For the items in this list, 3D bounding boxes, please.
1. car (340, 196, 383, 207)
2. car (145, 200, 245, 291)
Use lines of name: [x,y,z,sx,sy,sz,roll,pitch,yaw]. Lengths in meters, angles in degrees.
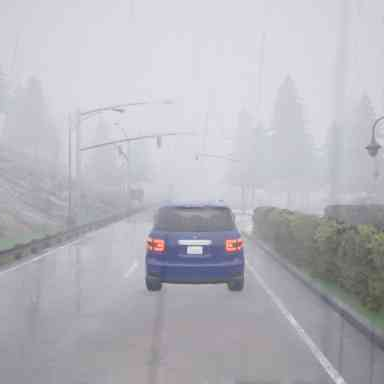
car: [16.140,1.384,30.761,5.566,2.045,2.150,0,0,0]
car: [0.074,1.221,9.144,2.150,2.045,5.566,0,0,0]
